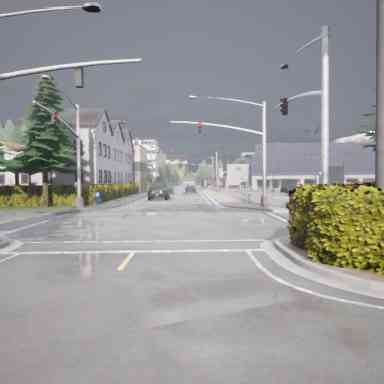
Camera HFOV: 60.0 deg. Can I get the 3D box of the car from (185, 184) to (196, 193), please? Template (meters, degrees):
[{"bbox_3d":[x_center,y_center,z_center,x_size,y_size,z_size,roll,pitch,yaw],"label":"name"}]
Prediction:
[{"bbox_3d":[-0.233,-0.596,58.710,2.128,1.511,4.902,-1,2,0],"label":"car"}]

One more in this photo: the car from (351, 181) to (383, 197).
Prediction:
[{"bbox_3d":[22.216,-0.466,42.137,1.932,1.855,4.605,-1,2,-1],"label":"car"}]

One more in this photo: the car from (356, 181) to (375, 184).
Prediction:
[{"bbox_3d":[18.980,-0.180,34.253,1.905,1.878,3.866,-1,2,-1],"label":"car"}]

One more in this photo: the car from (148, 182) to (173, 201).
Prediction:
[{"bbox_3d":[-3.761,-0.122,38.286,2.150,2.045,5.566,-1,2,0],"label":"car"}]

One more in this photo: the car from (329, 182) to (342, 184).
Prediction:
[{"bbox_3d":[25.243,-1.043,59.531,2.152,1.636,5.027,-1,2,-1],"label":"car"}]

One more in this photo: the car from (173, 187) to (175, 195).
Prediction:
[{"bbox_3d":[-3.793,-0.348,53.032,1.837,1.490,4.892,-1,2,0],"label":"car"}]

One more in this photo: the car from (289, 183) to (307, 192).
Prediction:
[{"bbox_3d":[18.829,-0.883,59.171,1.970,1.475,3.806,-1,2,-1],"label":"car"}]

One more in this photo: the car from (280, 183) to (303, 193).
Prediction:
[{"bbox_3d":[15.213,-0.535,52.107,2.007,1.523,4.514,-1,2,-1],"label":"car"}]
